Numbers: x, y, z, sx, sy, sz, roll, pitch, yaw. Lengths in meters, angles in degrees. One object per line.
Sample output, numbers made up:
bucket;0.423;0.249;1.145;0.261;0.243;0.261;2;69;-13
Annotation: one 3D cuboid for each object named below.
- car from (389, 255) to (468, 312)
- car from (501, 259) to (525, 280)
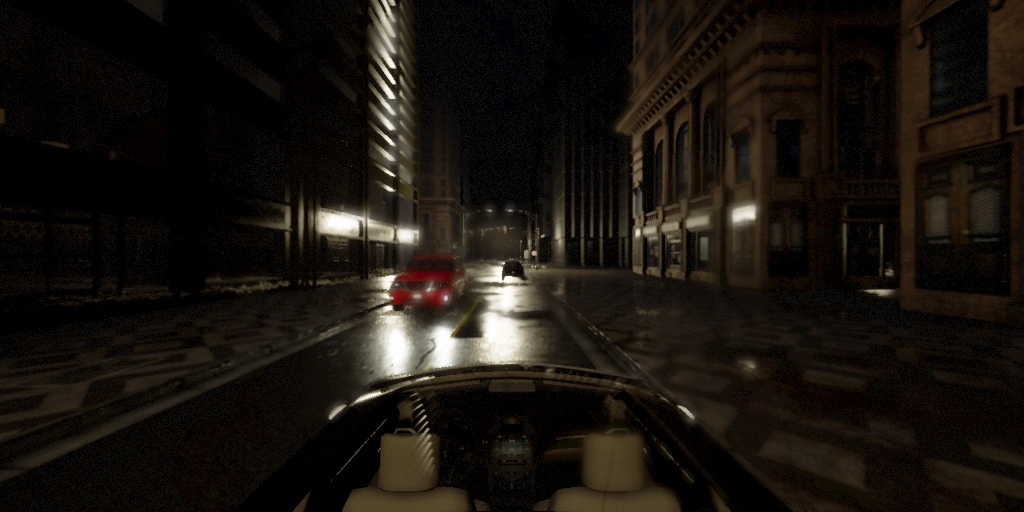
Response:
car;-3.104;0.965;14.514;2.150;2.045;5.566;0;0;0
car;0.093;1.212;31.172;1.882;1.535;5.008;0;-1;0
